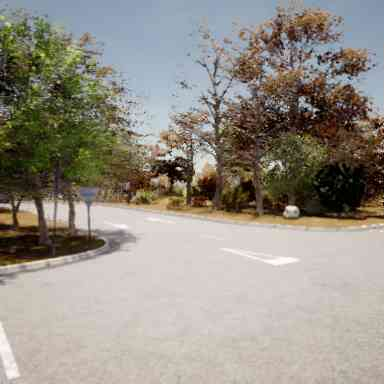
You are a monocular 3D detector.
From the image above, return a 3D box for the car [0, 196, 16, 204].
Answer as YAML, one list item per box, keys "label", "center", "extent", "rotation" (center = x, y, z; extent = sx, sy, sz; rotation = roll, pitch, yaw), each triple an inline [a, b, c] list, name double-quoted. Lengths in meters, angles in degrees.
- label: "car"
  center: [-26.041, 0.817, 43.461]
  extent: [5.357, 1.411, 2.033]
  rotation: [0, 1, -9]
